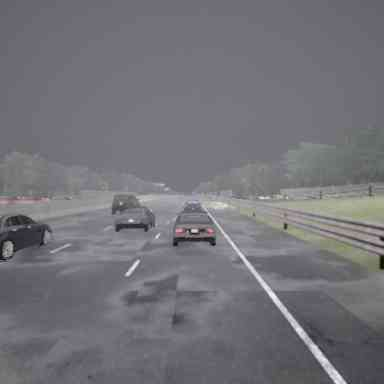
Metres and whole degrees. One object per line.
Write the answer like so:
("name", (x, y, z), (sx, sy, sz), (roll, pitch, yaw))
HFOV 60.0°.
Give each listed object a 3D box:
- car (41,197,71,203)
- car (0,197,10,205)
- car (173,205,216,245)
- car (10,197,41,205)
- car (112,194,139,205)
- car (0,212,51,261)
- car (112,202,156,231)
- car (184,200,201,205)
("car", (-17.583, 1.403, 44.152), (2.097, 1.767, 4.553), (0, 0, 0))
("car", (-24.581, 1.401, 44.016), (2.097, 1.767, 4.553), (0, 0, 0))
("car", (0.100, 1.554, 15.425), (2.033, 1.411, 5.357), (0, 0, 0))
("car", (-21.083, 1.400, 43.244), (2.097, 1.767, 4.553), (0, 0, 0))
("car", (-6.900, 1.253, 35.048), (2.150, 2.045, 5.566), (0, 0, 0))
("car", (-6.900, 1.509, 12.260), (1.837, 1.490, 4.892), (0, 0, 0))
("car", (-3.400, 1.575, 20.602), (1.994, 1.385, 4.181), (0, 0, 0))
("car", (0.101, 1.561, 36.977), (1.812, 1.442, 4.674), (0, 0, 0))
